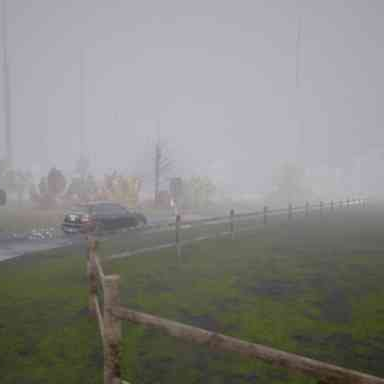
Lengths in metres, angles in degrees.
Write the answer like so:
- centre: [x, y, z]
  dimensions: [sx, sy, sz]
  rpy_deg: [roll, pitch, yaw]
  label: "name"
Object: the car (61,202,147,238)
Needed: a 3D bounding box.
- centre: [-4.451, 1.308, 17.597]
  dimensions: [2.097, 1.767, 4.553]
  rpy_deg: [0, 0, 34]
  label: "car"
